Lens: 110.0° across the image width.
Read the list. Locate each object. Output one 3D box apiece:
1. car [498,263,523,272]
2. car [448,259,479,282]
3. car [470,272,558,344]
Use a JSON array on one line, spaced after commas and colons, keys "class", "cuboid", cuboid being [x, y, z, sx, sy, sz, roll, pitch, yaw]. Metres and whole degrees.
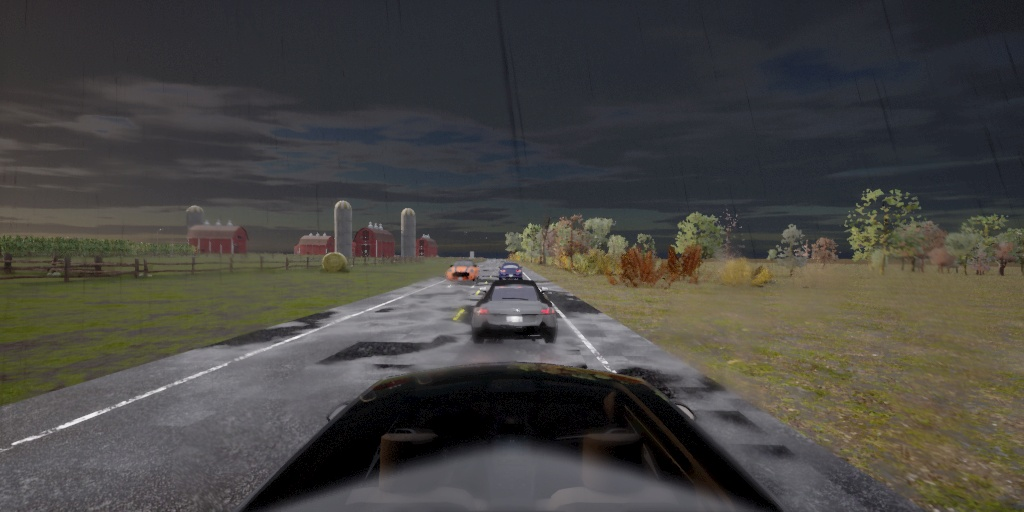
[{"class": "car", "cuboid": [-0.117, 1.274, 29.033, 1.812, 1.442, 4.674, 0, 0, -1]}, {"class": "car", "cuboid": [-3.808, 1.101, 28.659, 2.097, 1.767, 4.553, 0, 0, -1]}, {"class": "car", "cuboid": [0.058, 1.313, 9.640, 1.994, 1.385, 4.181, 0, 0, 0]}]
